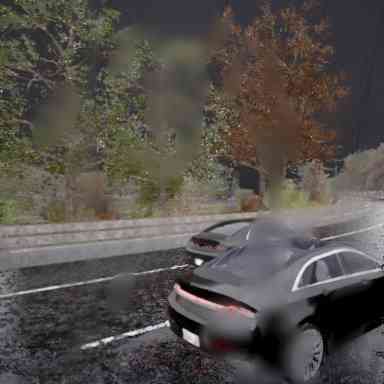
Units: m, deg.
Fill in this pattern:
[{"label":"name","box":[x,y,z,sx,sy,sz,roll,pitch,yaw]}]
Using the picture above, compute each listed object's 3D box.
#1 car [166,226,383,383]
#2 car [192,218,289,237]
[{"label":"car","box":[1.908,1.517,5.433,4.902,1.511,2.128,0,0,-38]},{"label":"car","box":[2.043,1.553,10.060,4.892,1.490,1.837,0,0,-40]}]
